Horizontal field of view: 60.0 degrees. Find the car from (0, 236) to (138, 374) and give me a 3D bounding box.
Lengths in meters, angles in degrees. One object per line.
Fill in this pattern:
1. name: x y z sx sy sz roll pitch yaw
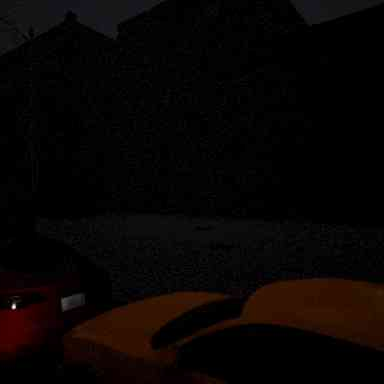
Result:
1. car: -3.485 1.521 5.848 4.792 1.488 2.163 0 0 36
